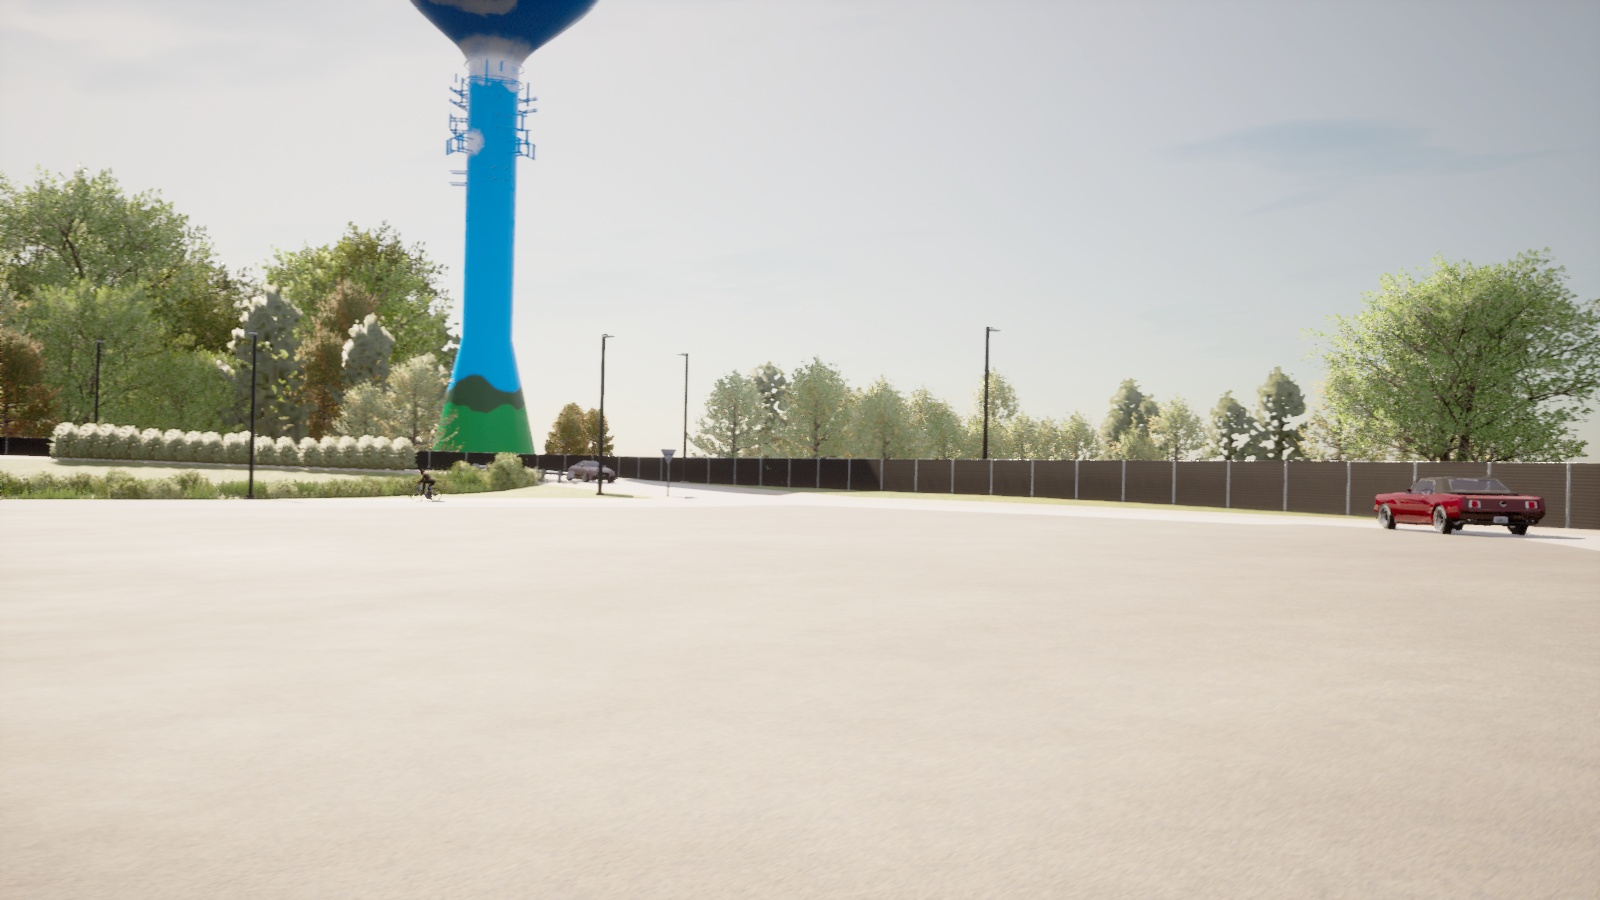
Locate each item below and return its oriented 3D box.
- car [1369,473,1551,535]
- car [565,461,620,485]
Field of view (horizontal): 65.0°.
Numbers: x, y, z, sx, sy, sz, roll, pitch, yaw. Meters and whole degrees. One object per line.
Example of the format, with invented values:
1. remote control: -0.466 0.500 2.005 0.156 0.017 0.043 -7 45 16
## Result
1. car: 15.226 1.221 29.309 1.895 1.301 4.718 1 -2 2
2. car: -13.711 1.505 82.737 1.994 1.385 4.181 2 0 -34
